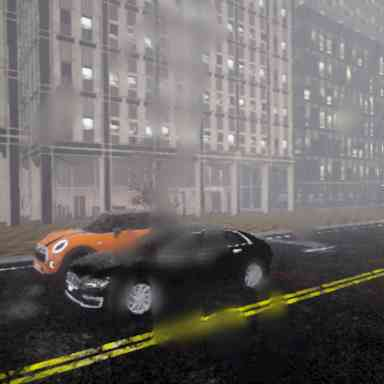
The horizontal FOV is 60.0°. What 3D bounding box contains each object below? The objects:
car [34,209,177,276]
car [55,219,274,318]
[{"bbox_3d":[-2.239,1.357,10.070,4.553,1.767,2.097,0,0,-35],"label":"car"},{"bbox_3d":[-0.243,1.510,7.501,4.892,1.490,1.837,0,0,-35],"label":"car"}]
